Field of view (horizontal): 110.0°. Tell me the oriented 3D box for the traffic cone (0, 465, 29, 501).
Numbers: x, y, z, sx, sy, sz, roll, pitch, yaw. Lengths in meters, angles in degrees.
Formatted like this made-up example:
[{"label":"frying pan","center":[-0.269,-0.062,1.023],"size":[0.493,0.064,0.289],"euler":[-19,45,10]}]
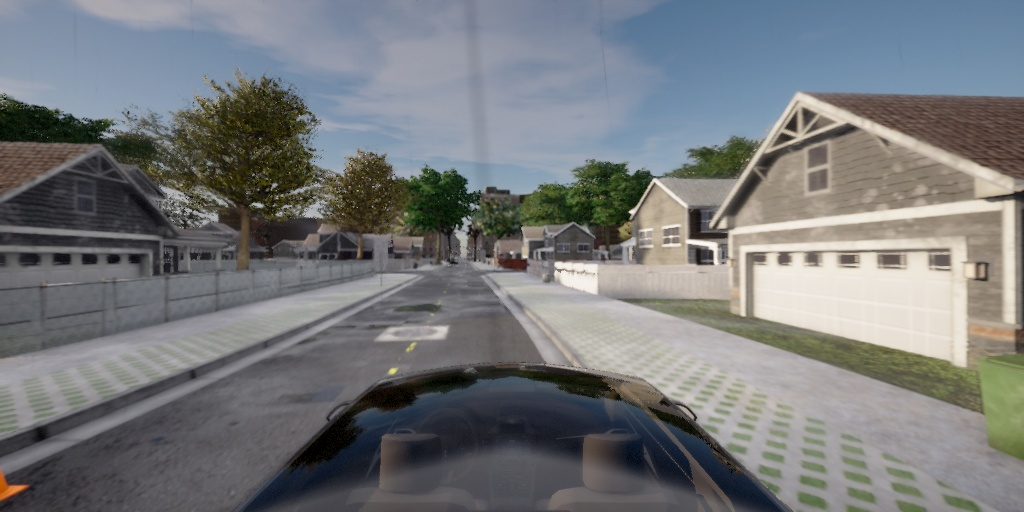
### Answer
[{"label":"traffic cone","center":[-4.402,1.739,2.981],"size":[0.340,0.580,0.340],"euler":[0,0,-2]}]
